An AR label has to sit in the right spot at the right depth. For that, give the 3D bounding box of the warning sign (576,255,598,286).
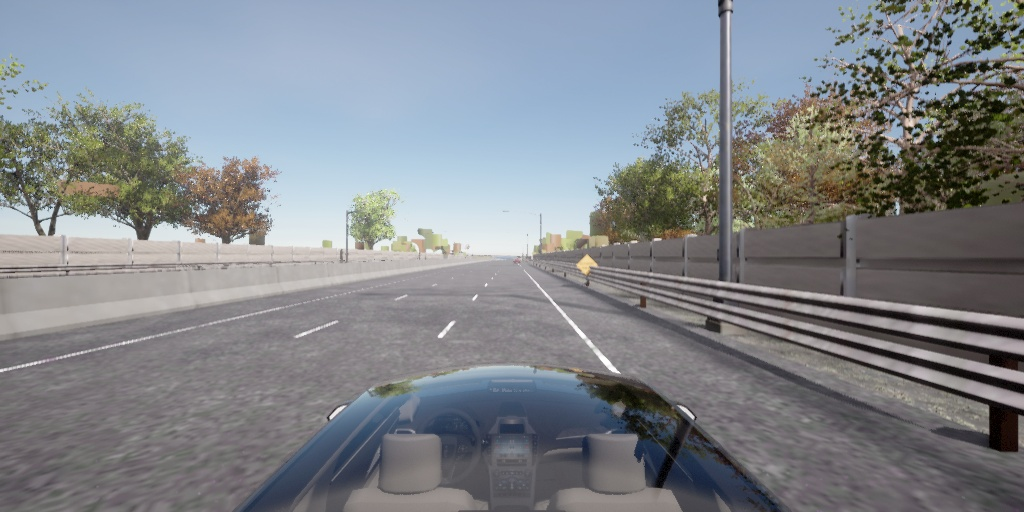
[{"bbox_3d":[4.550,0.847,21.754,1.300,1.860,1.060,0,0,0],"label":"warning sign"}]
